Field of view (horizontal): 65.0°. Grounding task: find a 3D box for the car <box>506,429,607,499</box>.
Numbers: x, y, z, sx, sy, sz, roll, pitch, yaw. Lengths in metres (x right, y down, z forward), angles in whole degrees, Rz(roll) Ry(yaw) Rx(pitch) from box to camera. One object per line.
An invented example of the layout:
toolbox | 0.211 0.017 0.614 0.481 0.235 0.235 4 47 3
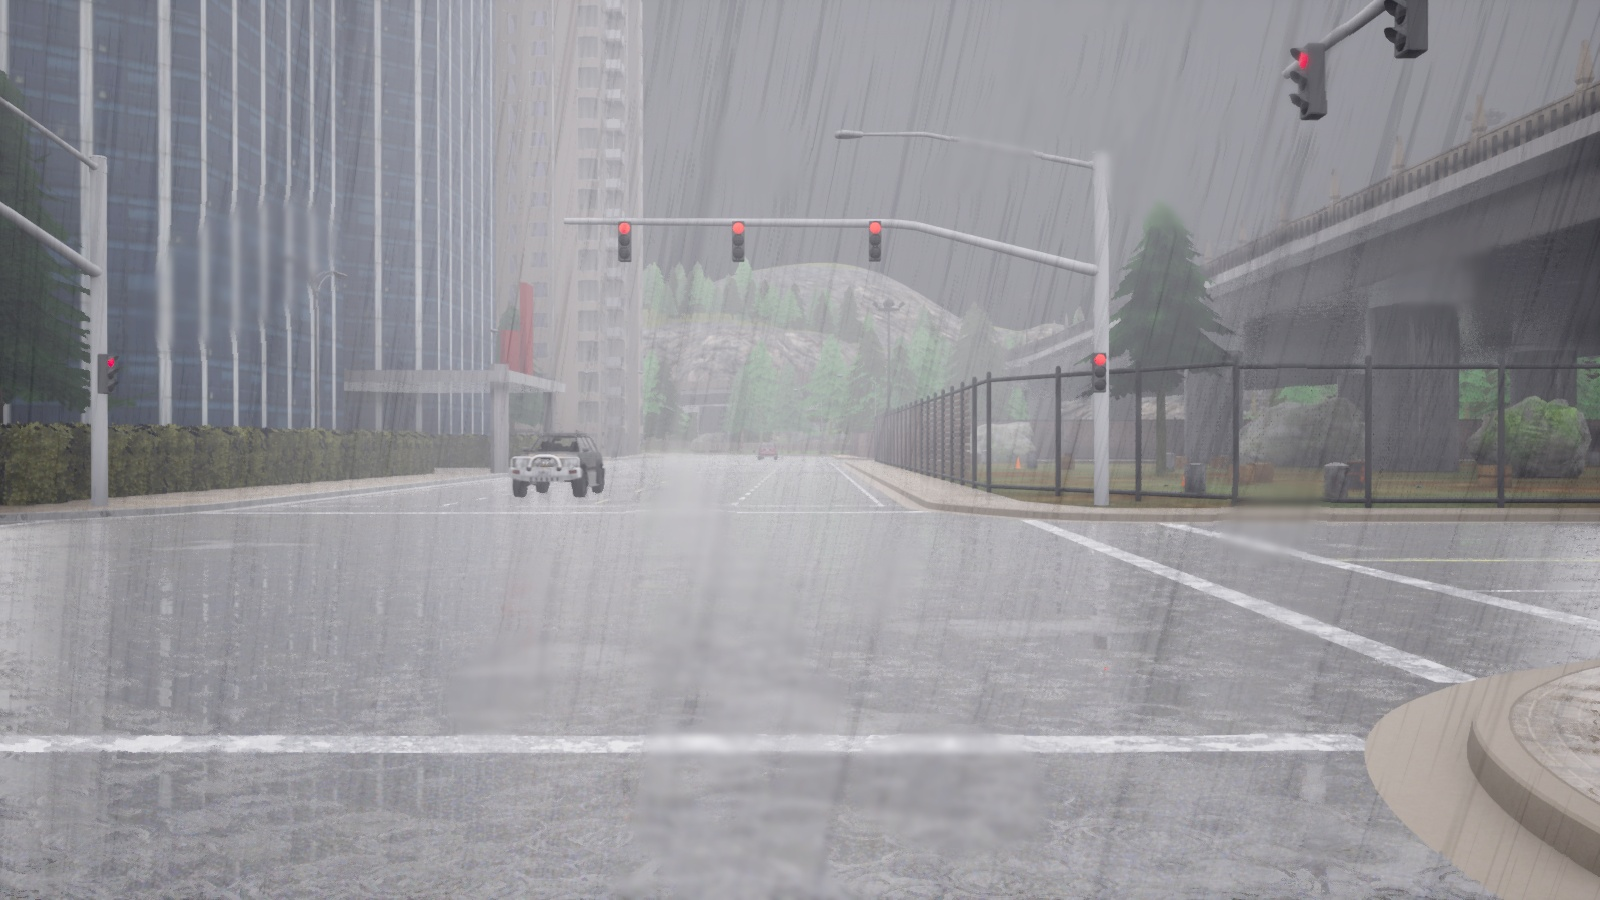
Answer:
car | -6.783 0.357 35.463 1.932 1.855 4.605 0 1 0
